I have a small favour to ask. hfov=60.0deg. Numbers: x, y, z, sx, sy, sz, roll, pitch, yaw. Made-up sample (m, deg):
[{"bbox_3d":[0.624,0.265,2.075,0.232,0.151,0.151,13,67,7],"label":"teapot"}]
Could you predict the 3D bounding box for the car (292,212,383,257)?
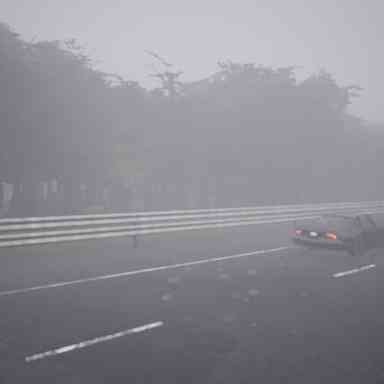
[{"bbox_3d":[6.018,1.442,12.328,5.357,1.411,2.033,0,-1,-35],"label":"car"}]
